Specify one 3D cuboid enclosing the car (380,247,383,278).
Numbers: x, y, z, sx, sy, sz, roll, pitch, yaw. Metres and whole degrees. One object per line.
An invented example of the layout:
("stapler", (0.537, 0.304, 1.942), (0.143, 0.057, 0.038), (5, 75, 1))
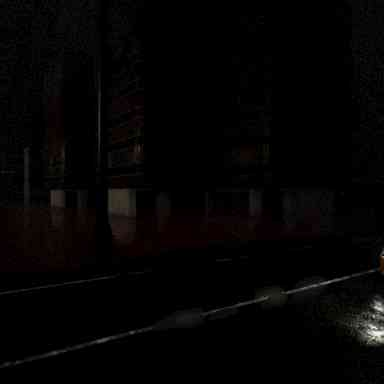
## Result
("car", (6.858, 1.485, 8.678), (5.008, 1.535, 1.882), (0, 0, -34))
